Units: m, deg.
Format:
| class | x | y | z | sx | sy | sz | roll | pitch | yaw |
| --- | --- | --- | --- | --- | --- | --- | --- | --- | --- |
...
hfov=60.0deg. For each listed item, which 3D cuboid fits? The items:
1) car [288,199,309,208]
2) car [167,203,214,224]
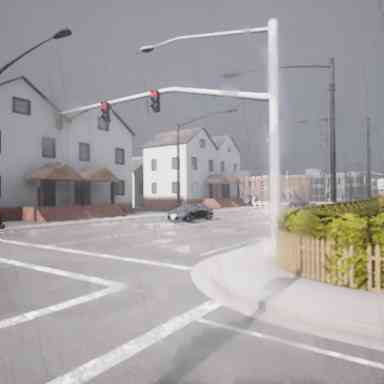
| class | x | y | z | sx | sy | sz | roll | pitch | yaw |
| --- | --- | --- | --- | --- | --- | --- | --- | --- | --- |
| car | 16.292 | 1.795 | 50.721 | 2.033 | 1.411 | 5.357 | -1 | -1 | 35 |
| car | -0.068 | 1.701 | 27.136 | 2.128 | 1.511 | 4.902 | -1 | 0 | 35 |
